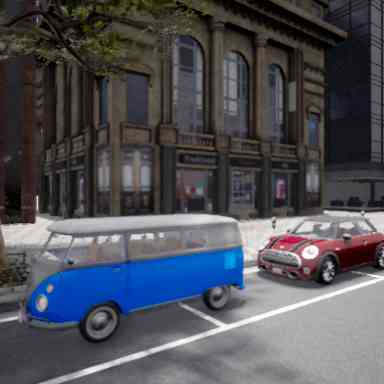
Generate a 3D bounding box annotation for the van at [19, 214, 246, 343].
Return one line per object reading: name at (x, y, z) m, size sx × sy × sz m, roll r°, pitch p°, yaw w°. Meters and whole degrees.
van at (-0.841, 1.341, 6.165) m, size 3.998 × 1.788 × 1.690 m, roll 0°, pitch 0°, yaw -35°

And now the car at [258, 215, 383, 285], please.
car at (3.751, 1.438, 9.440) m, size 4.097 × 1.590 × 1.967 m, roll 0°, pitch 0°, yaw -35°
